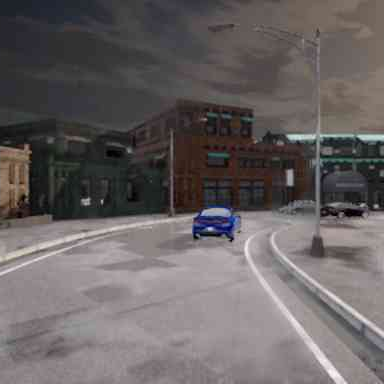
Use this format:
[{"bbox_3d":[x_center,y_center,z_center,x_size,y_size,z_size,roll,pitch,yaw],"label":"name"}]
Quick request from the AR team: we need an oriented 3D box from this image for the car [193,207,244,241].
[{"bbox_3d":[1.440,1.470,16.874,1.882,1.535,5.008,0,0,15],"label":"car"}]

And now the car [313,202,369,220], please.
[{"bbox_3d":[13.870,1.646,30.275,5.008,1.535,1.882,1,0,-25],"label":"car"}]

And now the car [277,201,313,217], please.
[{"bbox_3d":[10.671,1.590,32.795,4.902,1.511,2.128,1,0,-25],"label":"car"}]
